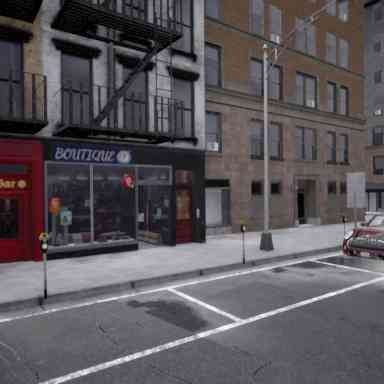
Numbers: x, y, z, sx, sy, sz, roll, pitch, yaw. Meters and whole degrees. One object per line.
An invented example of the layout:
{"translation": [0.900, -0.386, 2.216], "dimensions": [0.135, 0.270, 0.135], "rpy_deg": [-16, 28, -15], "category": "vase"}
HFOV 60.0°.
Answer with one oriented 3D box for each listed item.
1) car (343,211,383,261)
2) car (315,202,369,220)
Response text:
{"translation": [7.051, 1.441, 11.606], "dimensions": [4.097, 1.590, 1.967], "rpy_deg": [0, -1, -36], "category": "car"}
{"translation": [14.116, 1.747, 31.468], "dimensions": [1.994, 1.385, 4.181], "rpy_deg": [-1, 0, -35], "category": "car"}
